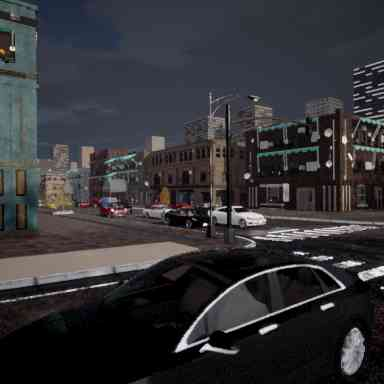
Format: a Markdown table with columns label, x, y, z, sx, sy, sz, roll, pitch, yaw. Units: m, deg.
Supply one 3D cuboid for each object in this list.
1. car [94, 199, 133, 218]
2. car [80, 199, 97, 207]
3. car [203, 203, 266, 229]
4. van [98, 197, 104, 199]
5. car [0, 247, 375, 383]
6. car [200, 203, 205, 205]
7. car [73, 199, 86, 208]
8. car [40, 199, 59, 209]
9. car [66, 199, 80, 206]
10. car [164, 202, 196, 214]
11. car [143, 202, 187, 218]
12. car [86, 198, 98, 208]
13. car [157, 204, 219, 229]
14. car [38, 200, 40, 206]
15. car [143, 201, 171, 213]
| label | x | y | z | sx | sy | sz | roll | pitch | yaw |
| --- | --- | --- | --- | --- | --- | --- | --- | --- | --- |
| car | -8.365 | 1.847 | 35.196 | 1.967 | 1.590 | 4.097 | -1 | 0 | -36 |
| car | -20.854 | 2.228 | 67.091 | 1.887 | 1.381 | 4.507 | -1 | 0 | -36 |
| car | 3.098 | 1.722 | 23.680 | 1.812 | 1.442 | 4.674 | -1 | 0 | -37 |
| van | -14.422 | 1.907 | 58.083 | 1.690 | 1.788 | 3.998 | -1 | 0 | -36 |
| car | 0.261 | 1.505 | 3.878 | 4.892 | 1.490 | 1.837 | 0 | 0 | -36 |
| car | 1.673 | 1.810 | 35.566 | 2.008 | 1.369 | 4.403 | -2 | 0 | -36 |
| car | -20.578 | 2.230 | 62.263 | 1.994 | 1.385 | 4.181 | -1 | 0 | -36 |
| car | -24.354 | 2.233 | 57.575 | 1.752 | 1.417 | 4.829 | -1 | 0 | -36 |
| car | -27.289 | 2.364 | 76.098 | 1.947 | 1.339 | 4.313 | -1 | 0 | -36 |
| car | -1.545 | 1.904 | 40.070 | 1.802 | 1.307 | 4.206 | -2 | 0 | -36 |
| car | -2.860 | 1.915 | 31.967 | 1.895 | 1.301 | 4.718 | -1 | 0 | -36 |
| car | -17.641 | 1.940 | 62.587 | 2.192 | 1.841 | 5.009 | -1 | 0 | -36 |
| car | -0.393 | 1.815 | 23.835 | 1.947 | 1.339 | 4.313 | -2 | 0 | -36 |
| car | -30.889 | 2.376 | 66.721 | 2.008 | 1.369 | 4.403 | -1 | 0 | -36 |
| car | -4.762 | 1.966 | 44.573 | 1.802 | 1.307 | 4.206 | -2 | 0 | -36 |
